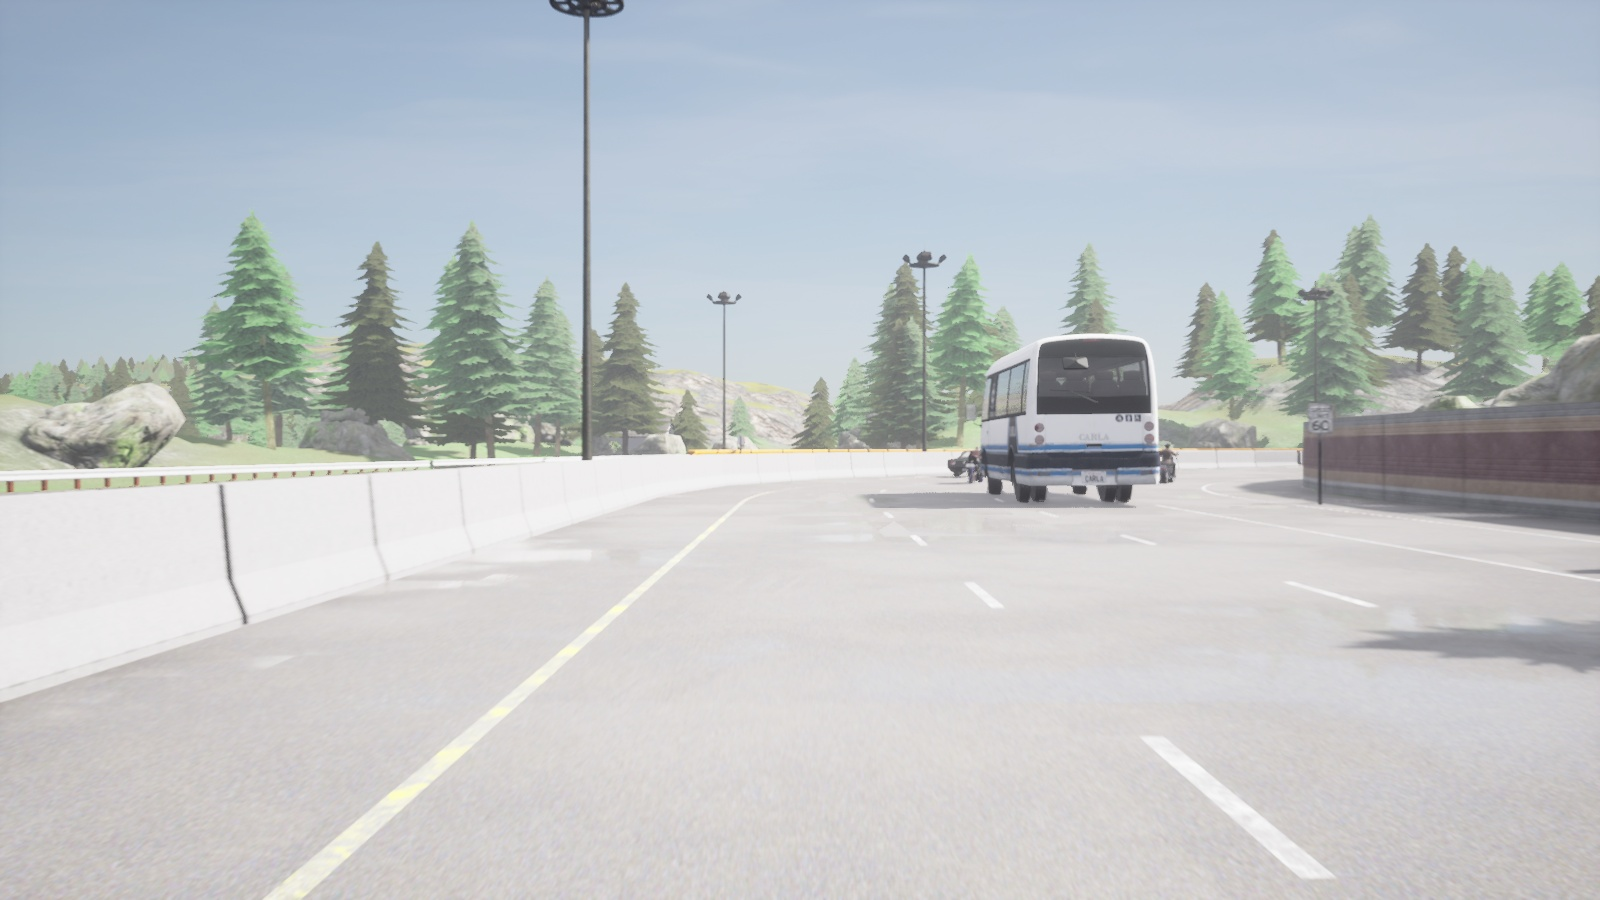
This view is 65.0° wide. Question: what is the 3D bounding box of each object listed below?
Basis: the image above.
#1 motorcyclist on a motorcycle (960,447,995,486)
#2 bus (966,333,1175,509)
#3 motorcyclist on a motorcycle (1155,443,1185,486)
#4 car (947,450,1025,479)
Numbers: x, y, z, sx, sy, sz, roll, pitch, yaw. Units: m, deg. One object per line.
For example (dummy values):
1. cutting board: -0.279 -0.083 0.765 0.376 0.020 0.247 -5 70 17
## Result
1. motorcyclist on a motorcycle: 7.136 0.649 50.301 0.866 1.530 2.191 1 1 22
2. bus: 7.304 -0.722 35.900 3.944 4.253 10.273 -1 0 1
3. motorcyclist on a motorcycle: 14.738 0.571 49.984 0.766 1.649 2.350 1 0 26
4. car: 9.085 0.681 60.976 1.895 1.301 4.718 0 0 34
